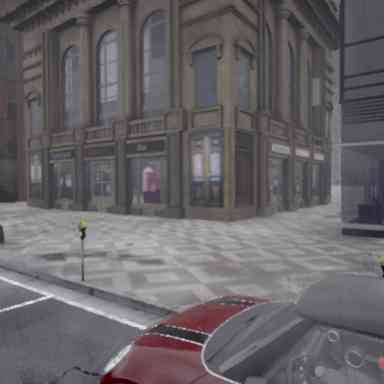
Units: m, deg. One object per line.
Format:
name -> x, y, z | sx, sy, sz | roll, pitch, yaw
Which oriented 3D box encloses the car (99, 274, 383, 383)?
car -> 1.156, 1.361, 2.299 | 4.097, 1.590, 1.967 | 1, 2, 36
